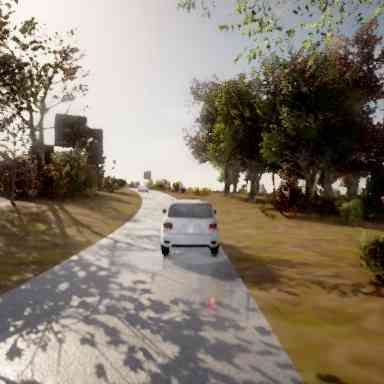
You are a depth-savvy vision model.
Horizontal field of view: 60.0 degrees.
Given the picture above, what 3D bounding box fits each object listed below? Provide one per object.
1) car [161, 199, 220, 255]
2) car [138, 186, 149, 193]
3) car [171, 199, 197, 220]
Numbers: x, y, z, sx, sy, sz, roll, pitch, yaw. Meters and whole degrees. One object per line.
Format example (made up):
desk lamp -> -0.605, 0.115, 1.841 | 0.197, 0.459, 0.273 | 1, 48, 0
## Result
car -> -0.105, 1.319, 14.032 | 2.150, 2.045, 5.566 | 0, 0, -1
car -> -10.310, -0.585, 70.842 | 1.812, 1.442, 4.674 | 1, 2, -14
car -> -0.823, 1.453, 29.067 | 2.033, 1.411, 5.357 | 1, 2, -4
